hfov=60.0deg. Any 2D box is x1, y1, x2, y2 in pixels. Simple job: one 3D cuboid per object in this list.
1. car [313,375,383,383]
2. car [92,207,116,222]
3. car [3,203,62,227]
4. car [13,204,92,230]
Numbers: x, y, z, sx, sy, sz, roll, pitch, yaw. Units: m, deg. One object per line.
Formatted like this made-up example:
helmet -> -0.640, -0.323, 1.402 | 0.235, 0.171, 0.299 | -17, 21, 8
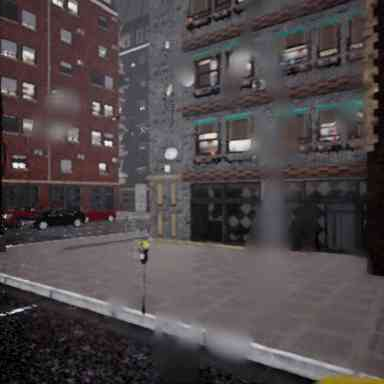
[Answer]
car -> 2.518, 1.514, 1.080 | 4.829, 1.417, 1.752 | -1, 0, 35
car -> -9.135, 2.120, 30.990 | 1.887, 1.381, 4.507 | -1, -2, 35
car -> -12.423, 1.787, 26.346 | 2.192, 1.841, 5.009 | -1, -2, 35
car -> -10.296, 1.963, 24.878 | 1.837, 1.490, 4.892 | 0, 0, 34
